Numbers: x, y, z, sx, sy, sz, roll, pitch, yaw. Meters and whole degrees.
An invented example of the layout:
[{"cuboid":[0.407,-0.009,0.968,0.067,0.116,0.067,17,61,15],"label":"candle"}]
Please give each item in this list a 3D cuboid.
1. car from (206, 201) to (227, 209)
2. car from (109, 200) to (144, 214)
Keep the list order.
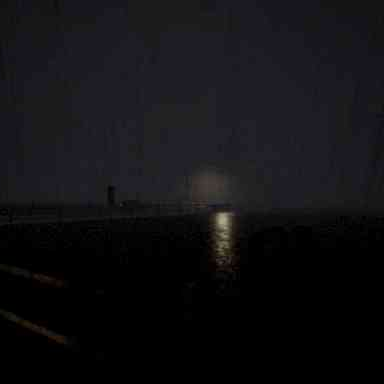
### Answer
[{"cuboid":[4.317,2.276,58.926,1.882,1.535,5.008,0,-1,36],"label":"car"},{"cuboid":[-8.172,1.730,41.554,2.097,1.767,4.553,0,-1,36],"label":"car"}]
